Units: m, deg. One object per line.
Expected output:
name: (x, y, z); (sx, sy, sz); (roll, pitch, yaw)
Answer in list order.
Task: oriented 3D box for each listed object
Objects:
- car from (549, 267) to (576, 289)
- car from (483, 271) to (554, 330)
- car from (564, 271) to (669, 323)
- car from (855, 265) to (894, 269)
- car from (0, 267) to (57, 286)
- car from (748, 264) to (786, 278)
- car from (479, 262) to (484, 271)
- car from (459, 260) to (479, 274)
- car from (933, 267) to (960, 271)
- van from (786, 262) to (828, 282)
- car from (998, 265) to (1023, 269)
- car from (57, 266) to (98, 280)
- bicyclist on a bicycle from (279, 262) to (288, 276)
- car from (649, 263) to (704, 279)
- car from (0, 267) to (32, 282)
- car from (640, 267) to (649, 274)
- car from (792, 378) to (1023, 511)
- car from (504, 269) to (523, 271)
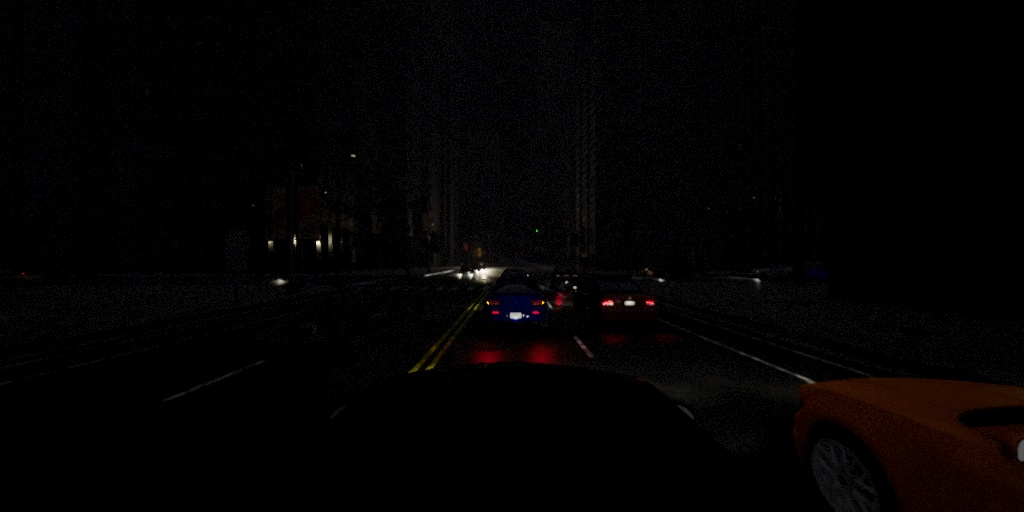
car: (3.688, 1.497, 25.185); (2.128, 1.511, 4.902); (0, -1, 5)
car: (0.095, 1.383, 11.445); (1.812, 1.442, 4.674); (0, -1, 0)
car: (3.354, 1.418, 12.715); (2.033, 1.411, 5.357); (0, -1, 0)
car: (32.975, 1.678, 32.221); (4.207, 1.307, 1.802); (0, 0, 0)
car: (-40.820, 1.769, 29.215); (4.829, 1.417, 1.751); (0, 0, 0)
car: (27.670, 1.609, 38.098); (4.674, 1.442, 1.812); (0, 0, 0)
car: (-6.514, 1.927, 63.071); (1.837, 1.490, 4.892); (0, -1, 0)
car: (-6.552, 1.794, 53.568); (1.882, 1.535, 5.008); (0, -1, 1)
car: (49.343, 1.606, 40.647); (4.507, 1.381, 1.888); (0, 0, 0)
van: (27.533, 1.444, 32.254); (3.998, 1.789, 1.690); (0, 0, 0)
car: (43.854, 1.527, 32.155); (4.097, 1.591, 1.967); (0, 0, 0)
car: (-46.410, 1.781, 37.740); (4.507, 1.381, 1.888); (0, 0, 0)
bicyclist on a bicycle: (-25.869, 1.454, 40.607); (0.582, 1.620, 1.656); (0, 0, 0)
car: (17.730, 1.573, 38.175); (5.008, 1.535, 1.882); (0, 0, 0)
car: (-50.891, 1.809, 34.975); (5.357, 1.411, 2.033); (0, 0, 0)
car: (16.701, 1.528, 40.846); (4.097, 1.591, 1.967); (0, 0, 0)
car: (3.350, 1.220, 1.036); (1.882, 1.535, 5.008); (0, -1, 0)
car: (0.109, 1.530, 23.126); (2.033, 1.411, 5.357); (0, -1, 0)
